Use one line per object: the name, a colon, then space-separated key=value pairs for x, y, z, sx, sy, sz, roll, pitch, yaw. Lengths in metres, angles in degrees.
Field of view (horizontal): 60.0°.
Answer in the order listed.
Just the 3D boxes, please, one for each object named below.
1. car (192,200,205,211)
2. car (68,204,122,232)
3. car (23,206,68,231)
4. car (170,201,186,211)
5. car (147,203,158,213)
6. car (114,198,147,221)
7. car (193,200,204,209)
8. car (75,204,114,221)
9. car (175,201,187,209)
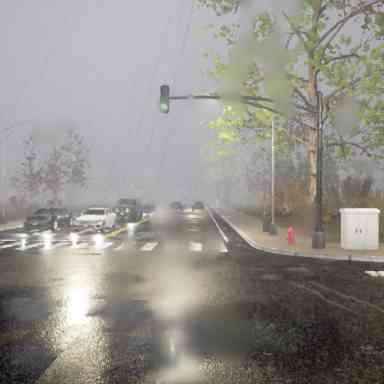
car: x=0.947 y=2.184 z=51.226 sx=1.837 sy=1.490 sz=4.892 roll=0 pitch=-1 yaw=1
car: x=-6.333 y=1.779 z=22.287 sx=1.812 sy=1.442 sz=4.674 roll=0 pitch=-1 yaw=2
car: x=-9.601 y=1.753 z=22.656 sx=1.837 sy=1.490 sz=4.892 roll=0 pitch=-1 yaw=-1
car: x=-2.302 y=2.148 z=51.304 sx=1.882 sy=1.535 sz=5.008 roll=0 pitch=-1 yaw=1
car: x=-5.797 y=2.135 z=44.855 sx=1.994 sy=1.385 sz=4.181 roll=0 pitch=-1 yaw=1
car: x=-6.100 y=1.613 z=31.989 sx=2.150 sy=2.045 sz=5.566 roll=0 pitch=-1 yaw=1
car: x=1.194 y=2.324 z=61.642 sx=1.837 sy=1.490 sz=4.892 roll=0 pitch=-1 yaw=1
car: x=-9.337 y=1.934 z=32.394 sx=2.033 sy=1.411 sz=5.357 roll=0 pitch=-1 yaw=2
car: x=-2.055 y=2.411 z=61.747 sx=1.895 sy=1.301 sz=4.718 roll=0 pitch=-1 yaw=1
